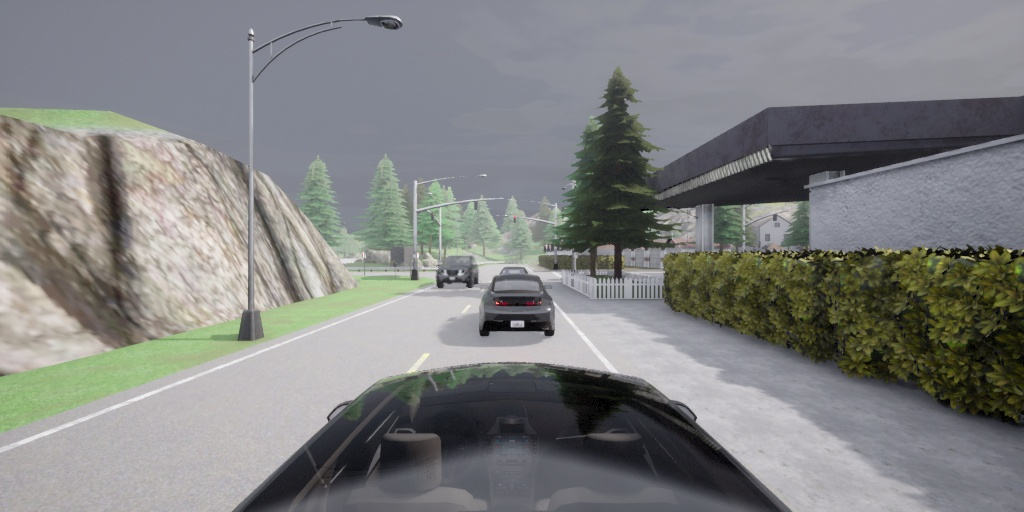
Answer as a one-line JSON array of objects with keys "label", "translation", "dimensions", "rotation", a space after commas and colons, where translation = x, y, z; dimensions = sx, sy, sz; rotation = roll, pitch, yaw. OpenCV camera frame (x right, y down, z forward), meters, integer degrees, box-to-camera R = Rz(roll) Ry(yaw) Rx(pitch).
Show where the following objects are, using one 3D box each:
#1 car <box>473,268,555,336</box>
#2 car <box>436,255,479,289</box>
[{"label": "car", "translation": [0.123, 1.255, 10.334], "dimensions": [1.837, 1.490, 4.892], "rotation": [0, 0, 0]}, {"label": "car", "translation": [-3.455, 0.976, 23.645], "dimensions": [2.150, 2.045, 5.566], "rotation": [0, 0, 1]}]
